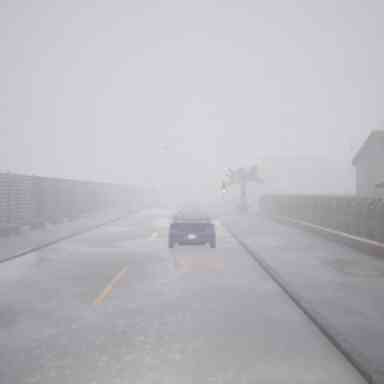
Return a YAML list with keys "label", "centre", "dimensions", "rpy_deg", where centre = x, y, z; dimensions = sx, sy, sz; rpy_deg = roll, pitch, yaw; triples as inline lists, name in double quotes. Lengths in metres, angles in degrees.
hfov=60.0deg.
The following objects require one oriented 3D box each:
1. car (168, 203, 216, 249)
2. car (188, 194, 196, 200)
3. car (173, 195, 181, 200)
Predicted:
- label: "car"
  centre: [0.000, 1.483, 14.649]
  dimensions: [1.882, 1.535, 5.008]
  rpy_deg: [0, 0, 0]
- label: "car"
  centre: [0.000, 1.527, 85.700]
  dimensions: [1.994, 1.385, 4.181]
  rpy_deg: [0, 0, 0]
- label: "car"
  centre: [-4.000, 1.534, 90.333]
  dimensions: [1.994, 1.385, 4.181]
  rpy_deg: [0, 0, 0]
